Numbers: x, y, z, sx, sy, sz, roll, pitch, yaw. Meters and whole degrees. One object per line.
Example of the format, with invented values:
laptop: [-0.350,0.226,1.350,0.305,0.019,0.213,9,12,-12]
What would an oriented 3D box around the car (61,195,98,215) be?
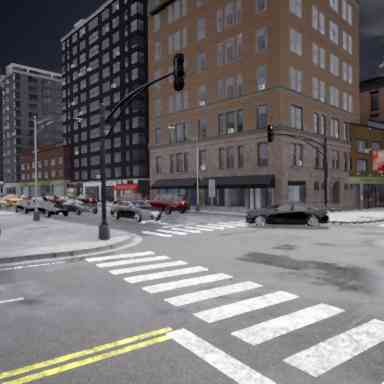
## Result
car: [-10.622,1.332,31.263,1.812,1.442,4.674,-1,1,-44]

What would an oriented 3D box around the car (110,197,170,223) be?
car: [-4.207,1.367,24.657,2.128,1.511,4.902,-1,1,-44]

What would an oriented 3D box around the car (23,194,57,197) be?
car: [-17.548,1.255,38.411,1.812,1.442,4.674,-1,1,-44]

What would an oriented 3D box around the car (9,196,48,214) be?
car: [-16.258,1.372,33.123,1.947,1.339,4.313,0,1,-44]

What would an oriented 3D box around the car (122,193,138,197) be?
car: [-6.310,1.038,35.112,2.192,1.841,5.009,0,1,-44]

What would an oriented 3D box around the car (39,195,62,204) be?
car: [-21.656,1.131,50.922,1.802,1.307,4.206,0,1,-44]

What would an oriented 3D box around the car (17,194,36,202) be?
car: [-29.329,1.039,58.825,1.802,1.307,4.206,0,1,-44]

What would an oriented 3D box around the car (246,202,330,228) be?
car: [5.906,1.358,20.759,5.008,1.535,1.882,0,2,11]

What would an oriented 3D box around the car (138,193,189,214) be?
car: [-2.473,1.080,31.161,2.192,1.841,5.009,0,1,-44]

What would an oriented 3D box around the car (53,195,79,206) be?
car: [-17.820,1.175,46.970,1.802,1.307,4.206,0,1,-44]

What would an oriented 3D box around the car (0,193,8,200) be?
car: [-40.838,0.881,70.679,1.947,1.339,4.313,0,1,-44]

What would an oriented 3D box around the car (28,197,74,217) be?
car: [-12.422,1.414,29.172,1.947,1.339,4.313,0,1,-44]

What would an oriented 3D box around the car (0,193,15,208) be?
car: [-23.810,1.246,40.902,1.752,1.417,4.829,0,1,-44]
